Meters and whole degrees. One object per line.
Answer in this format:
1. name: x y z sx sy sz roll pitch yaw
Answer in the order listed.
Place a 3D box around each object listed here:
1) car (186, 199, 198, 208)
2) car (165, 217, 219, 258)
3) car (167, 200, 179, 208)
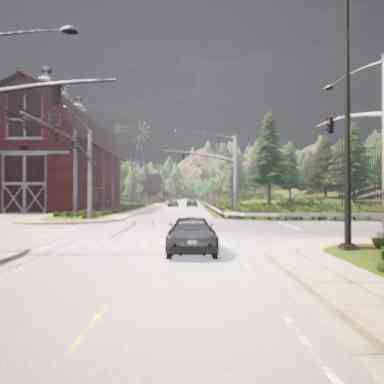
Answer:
1. car: -0.014 2.027 63.709 2.097 1.767 4.553 0 -1 0
2. car: -0.034 1.706 13.429 1.994 1.385 4.181 0 0 -1
3. car: -3.557 2.226 62.618 1.994 1.385 4.181 0 -1 1
